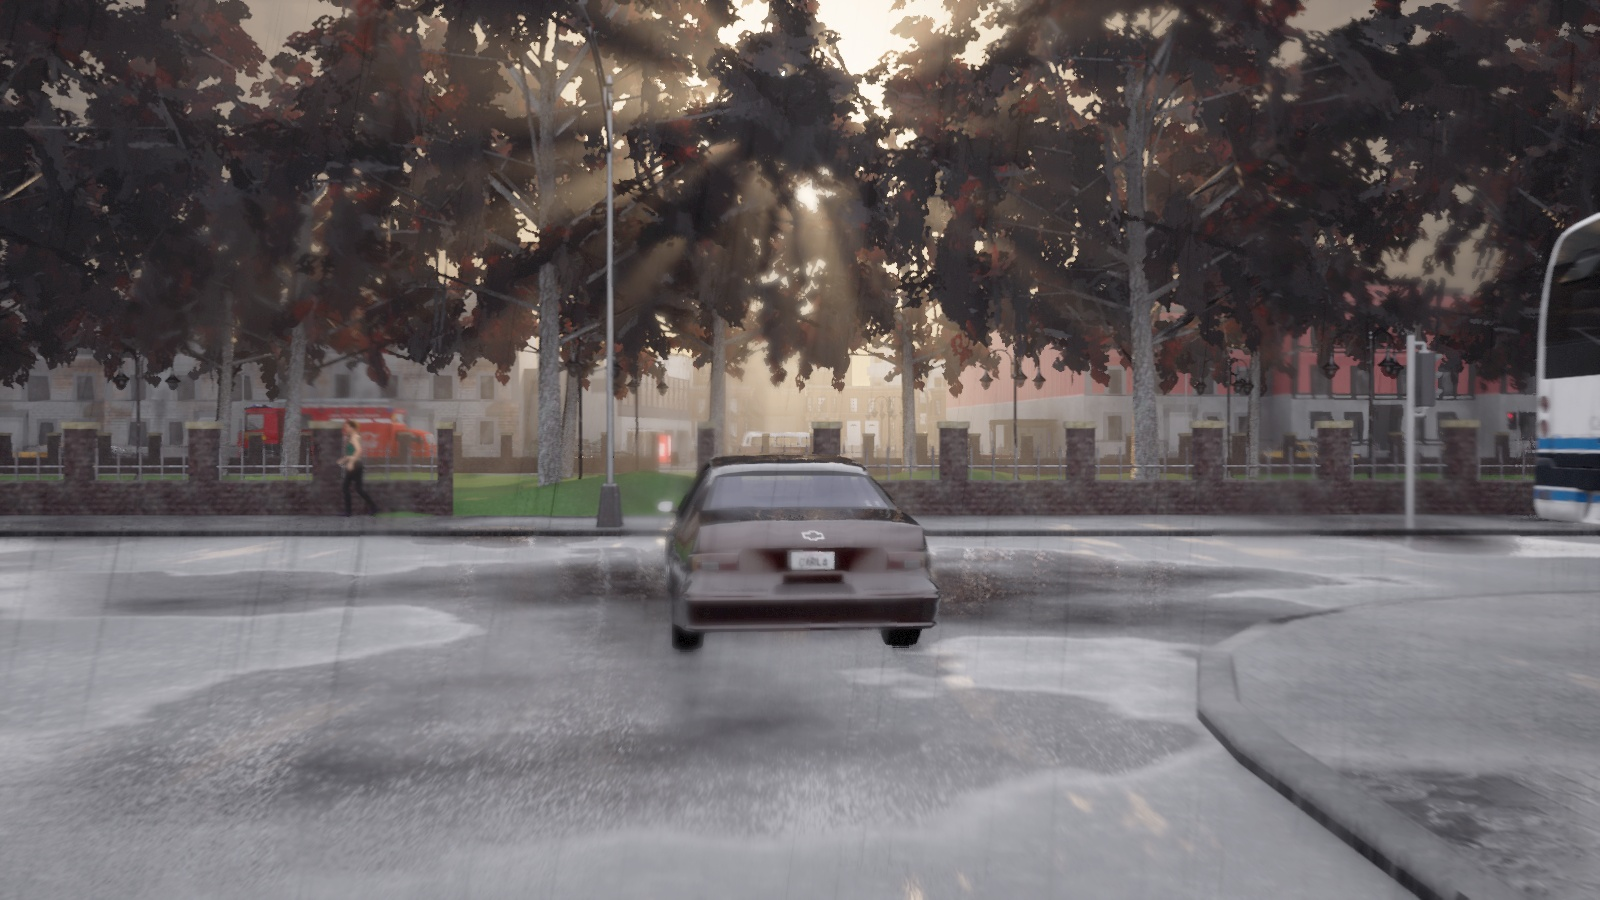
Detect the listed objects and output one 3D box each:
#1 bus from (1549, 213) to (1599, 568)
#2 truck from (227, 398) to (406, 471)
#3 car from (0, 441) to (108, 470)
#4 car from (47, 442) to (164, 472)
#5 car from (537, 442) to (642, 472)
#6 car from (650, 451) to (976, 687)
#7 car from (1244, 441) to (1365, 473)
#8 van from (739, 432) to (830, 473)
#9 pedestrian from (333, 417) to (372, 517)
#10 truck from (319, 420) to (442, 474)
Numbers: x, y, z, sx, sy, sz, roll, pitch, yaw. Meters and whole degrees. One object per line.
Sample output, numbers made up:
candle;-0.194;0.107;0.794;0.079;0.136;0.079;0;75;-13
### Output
bus;14.669;-0.698;13.898;10.273;4.253;3.944;0;0;3
truck;-25.798;-0.824;67.262;8.468;3.827;2.891;0;0;0
car;-40.116;0.307;67.317;5.008;1.535;1.882;0;0;0
car;-34.970;0.361;63.299;4.892;1.490;1.837;0;0;0
car;-10.562;0.332;63.214;4.902;1.511;2.128;0;0;0
car;-0.192;0.734;10.456;2.033;1.411;5.357;0;0;-6
car;25.296;0.345;63.059;5.366;1.575;1.801;0;0;1
van;-0.758;0.108;63.166;4.480;2.038;2.069;0;0;0
pedestrian;-8.285;0.316;23.242;0.594;1.836;0.345;0;0;0
truck;-21.074;-0.152;63.250;5.204;2.467;2.627;2;0;0
